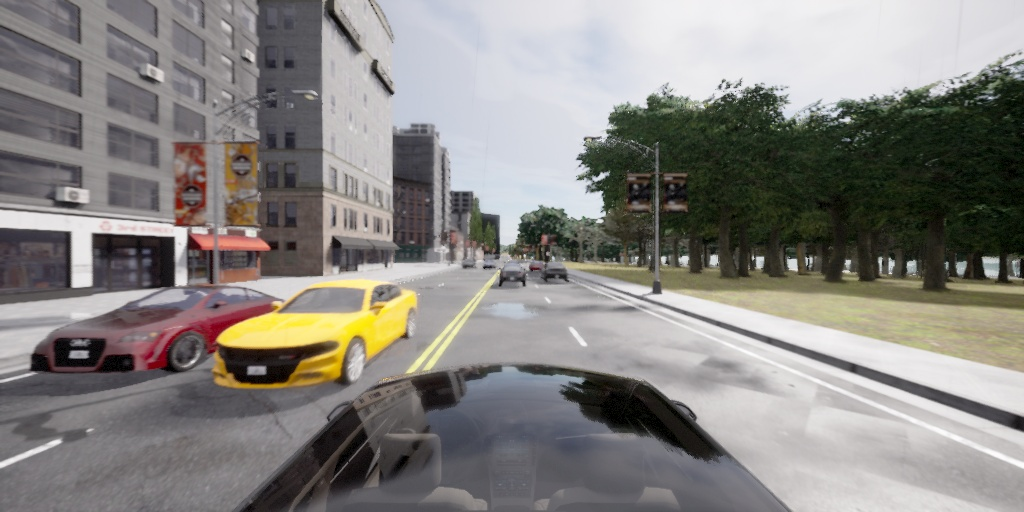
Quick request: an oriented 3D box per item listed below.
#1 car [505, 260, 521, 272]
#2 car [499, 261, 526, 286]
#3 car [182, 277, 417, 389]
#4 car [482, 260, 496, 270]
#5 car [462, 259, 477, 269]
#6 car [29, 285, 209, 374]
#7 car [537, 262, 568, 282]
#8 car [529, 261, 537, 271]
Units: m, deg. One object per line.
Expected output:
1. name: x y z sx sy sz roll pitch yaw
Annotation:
1. car: 0.094 1.300 47.005 1.994 1.385 4.181 0 0 0
2. car: 0.037 1.272 25.207 1.812 1.442 4.674 0 0 1
3. car: -3.346 1.228 7.200 1.882 1.535 5.008 0 0 0
4. car: -3.311 1.279 53.244 2.033 1.411 5.357 0 0 1
5. car: -6.549 1.234 55.274 1.837 1.490 4.892 0 0 1
6. car: -6.596 1.314 7.455 1.994 1.385 4.181 0 0 0
7. car: 3.350 1.253 28.886 1.837 1.490 4.892 0 1 0
8. car: 3.351 1.299 48.424 1.994 1.385 4.181 0 0 0
